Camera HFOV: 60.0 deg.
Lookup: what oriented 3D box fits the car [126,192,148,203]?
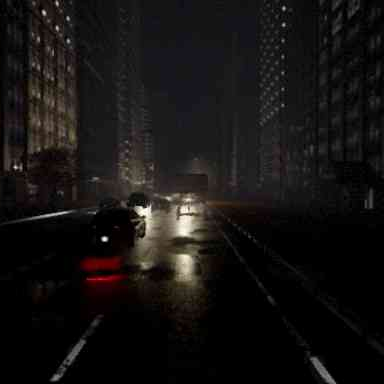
[{"bbox_3d":[-6.597,1.029,40.987,2.150,2.045,5.566,0,0,0],"label":"car"}]

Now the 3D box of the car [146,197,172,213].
[{"bbox_3d":[-3.167,1.383,34.980,2.033,1.411,5.357,0,0,0],"label":"car"}]

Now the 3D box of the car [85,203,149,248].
[{"bbox_3d":[-3.158,1.436,14.444,1.837,1.490,4.892,0,0,0],"label":"car"}]

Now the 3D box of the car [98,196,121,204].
[{"bbox_3d":[-9.846,1.302,40.101,2.128,1.511,4.902,0,0,0],"label":"car"}]

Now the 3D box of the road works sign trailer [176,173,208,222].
[{"bbox_3d":[0.004,0.345,25.410,2.380,3.560,2.880,0,0,1],"label":"road works sign trailer"}]
